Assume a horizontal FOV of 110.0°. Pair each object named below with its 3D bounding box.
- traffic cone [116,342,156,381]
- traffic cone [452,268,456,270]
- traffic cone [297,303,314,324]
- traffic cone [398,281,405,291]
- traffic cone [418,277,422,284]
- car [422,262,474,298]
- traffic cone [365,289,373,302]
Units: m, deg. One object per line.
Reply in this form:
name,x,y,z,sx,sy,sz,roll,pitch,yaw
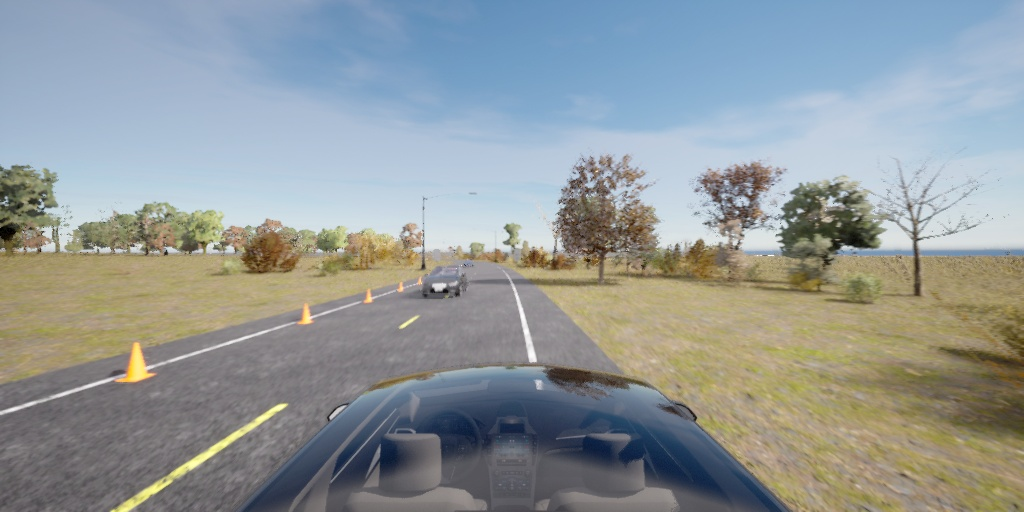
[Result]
traffic cone,-6.240,1.735,5.957,0.340,0.580,0.340,0,0,0
traffic cone,-7.636,1.759,45.732,0.340,0.580,0.340,0,0,-4
traffic cone,-6.278,1.738,10.932,0.340,0.580,0.340,0,0,-1
traffic cone,-6.471,1.743,20.882,0.340,0.580,0.340,0,0,-2
traffic cone,-6.626,1.746,25.855,0.340,0.580,0.340,0,0,-2
car,-3.387,1.263,18.766,2.128,1.511,4.902,0,0,-1
traffic cone,-6.355,1.741,15.908,0.340,0.580,0.340,0,0,-1
